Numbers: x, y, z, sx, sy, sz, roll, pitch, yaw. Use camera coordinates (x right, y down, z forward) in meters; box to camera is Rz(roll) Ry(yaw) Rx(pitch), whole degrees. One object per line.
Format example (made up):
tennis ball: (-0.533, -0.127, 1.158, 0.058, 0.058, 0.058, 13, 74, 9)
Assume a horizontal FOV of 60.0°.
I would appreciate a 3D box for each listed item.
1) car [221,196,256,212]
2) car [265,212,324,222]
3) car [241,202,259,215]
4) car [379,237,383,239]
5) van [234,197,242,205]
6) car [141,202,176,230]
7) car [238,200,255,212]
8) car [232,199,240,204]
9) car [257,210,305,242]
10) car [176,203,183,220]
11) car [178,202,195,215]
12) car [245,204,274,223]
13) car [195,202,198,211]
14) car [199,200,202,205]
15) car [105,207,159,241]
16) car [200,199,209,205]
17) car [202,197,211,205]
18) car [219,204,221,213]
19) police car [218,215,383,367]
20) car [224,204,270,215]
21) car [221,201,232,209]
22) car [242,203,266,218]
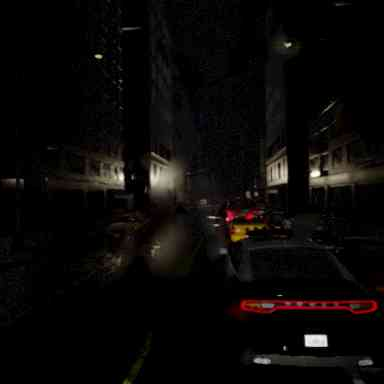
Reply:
car: (3.238, 1.439, 22.141, 2.150, 2.045, 5.566, -1, -1, 6)
car: (4.080, 1.634, 12.314, 2.008, 1.369, 4.403, -1, -1, 6)
car: (6.832, 1.951, 39.769, 1.802, 1.307, 4.206, -1, -1, 6)
car: (3.529, 1.571, 6.823, 1.887, 1.381, 4.507, -1, -1, 6)
van: (10.629, 2.102, 77.699, 1.690, 1.788, 3.998, -1, -1, 6)
car: (-2.808, 1.650, 24.091, 2.192, 1.841, 5.009, -1, -1, 6)
car: (7.380, 1.866, 45.262, 1.967, 1.590, 4.097, -1, -1, 6)
car: (11.767, 2.460, 89.001, 1.802, 1.307, 4.206, -1, -1, 6)
car: (4.631, 1.722, 17.805, 1.802, 1.307, 4.206, -1, -1, 6)
car: (-2.253, 1.974, 29.579, 1.802, 1.307, 4.206, -1, -1, 6)
car: (-1.155, 1.946, 40.563, 1.967, 1.590, 4.097, -1, -1, 6)
car: (5.731, 1.805, 28.788, 2.008, 1.369, 4.403, -1, -1, 6)
car: (-0.620, 2.087, 45.882, 1.752, 1.417, 4.829, -1, -1, 6)
car: (-0.053, 2.171, 51.542, 2.008, 1.369, 4.403, -1, -1, 6)
car: (-3.367, 1.801, 18.431, 1.752, 1.417, 4.829, -1, -1, 6)
car: (3.215, 2.502, 84.140, 1.887, 1.381, 4.507, -1, -1, 6)
car: (2.648, 2.449, 78.487, 2.008, 1.369, 4.403, -1, -1, 6)
car: (4.582, 2.015, 43.665, 1.994, 1.385, 4.181, -1, -1, 6)
police car: (1.553, 1.477, 6.284, 1.930, 1.638, 5.238, -1, -1, 4)
car: (2.643, 1.611, 16.332, 1.801, 1.575, 5.366, -1, -1, 6)
car: (5.884, 2.188, 56.744, 1.895, 1.301, 4.718, -1, -1, 6)
car: (6.281, 1.862, 34.278, 2.008, 1.369, 4.403, -1, -1, 6)
